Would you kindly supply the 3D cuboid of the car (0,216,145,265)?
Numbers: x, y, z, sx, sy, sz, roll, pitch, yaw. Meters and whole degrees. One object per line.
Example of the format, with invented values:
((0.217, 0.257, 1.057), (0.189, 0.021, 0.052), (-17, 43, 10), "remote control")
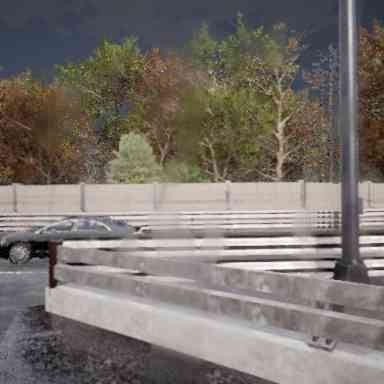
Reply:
((-4.095, 1.607, 11.611), (4.902, 1.511, 2.128), (0, 0, 0), "car")
